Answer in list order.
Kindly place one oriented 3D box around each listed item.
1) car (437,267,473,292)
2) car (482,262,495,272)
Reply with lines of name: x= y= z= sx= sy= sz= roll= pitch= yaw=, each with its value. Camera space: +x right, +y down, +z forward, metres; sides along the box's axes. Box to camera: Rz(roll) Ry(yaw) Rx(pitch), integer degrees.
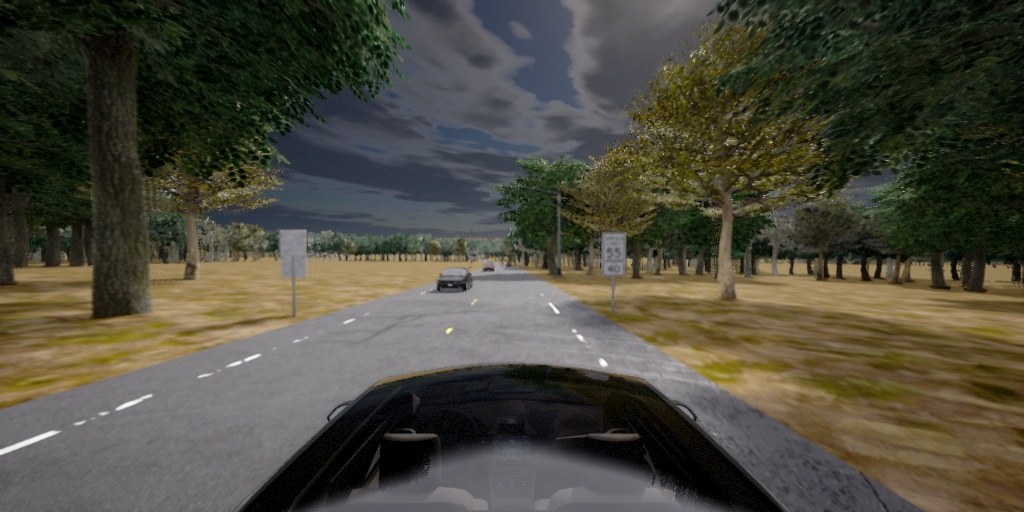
car: x=-3.685 y=1.473 z=23.765 sx=1.882 sy=1.535 sz=5.008 roll=0 pitch=-1 yaw=0
car: x=-4.189 y=1.940 z=64.920 sx=2.097 sy=1.767 sz=4.553 roll=0 pitch=-1 yaw=-1
